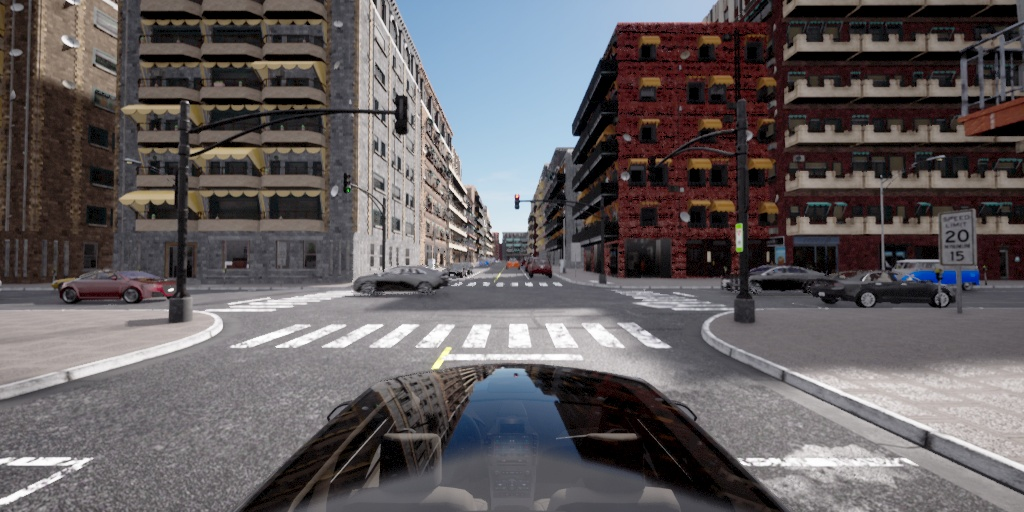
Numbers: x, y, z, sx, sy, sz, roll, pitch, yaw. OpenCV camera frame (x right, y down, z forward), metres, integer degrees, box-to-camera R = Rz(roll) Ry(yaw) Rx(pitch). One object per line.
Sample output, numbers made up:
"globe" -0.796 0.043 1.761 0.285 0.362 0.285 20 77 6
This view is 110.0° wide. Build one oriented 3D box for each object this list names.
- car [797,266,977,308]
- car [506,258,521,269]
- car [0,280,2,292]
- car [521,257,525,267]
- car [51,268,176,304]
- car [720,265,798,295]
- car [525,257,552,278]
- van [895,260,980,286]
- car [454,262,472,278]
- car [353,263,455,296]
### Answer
"car" 13.761 1.182 13.387 4.403 1.370 2.007 0 0 0
"car" 0.175 1.133 56.533 2.097 1.767 4.553 0 0 0
"car" -26.677 1.023 16.026 5.566 2.045 2.150 0 -1 0
"car" 2.625 1.073 44.819 2.192 1.841 5.009 0 0 0
"car" -17.188 1.335 15.983 4.181 1.385 1.994 0 -1 0
"car" 13.614 1.235 18.818 4.902 1.511 2.128 0 -1 0
"car" 2.610 1.067 33.695 2.192 1.841 5.009 0 0 0
"van" 24.929 1.109 21.224 3.998 1.789 1.690 0 0 0
"car" -5.271 1.318 33.661 1.948 1.339 4.313 0 0 0
"car" -5.755 1.290 18.890 4.902 1.511 2.128 0 -1 0
